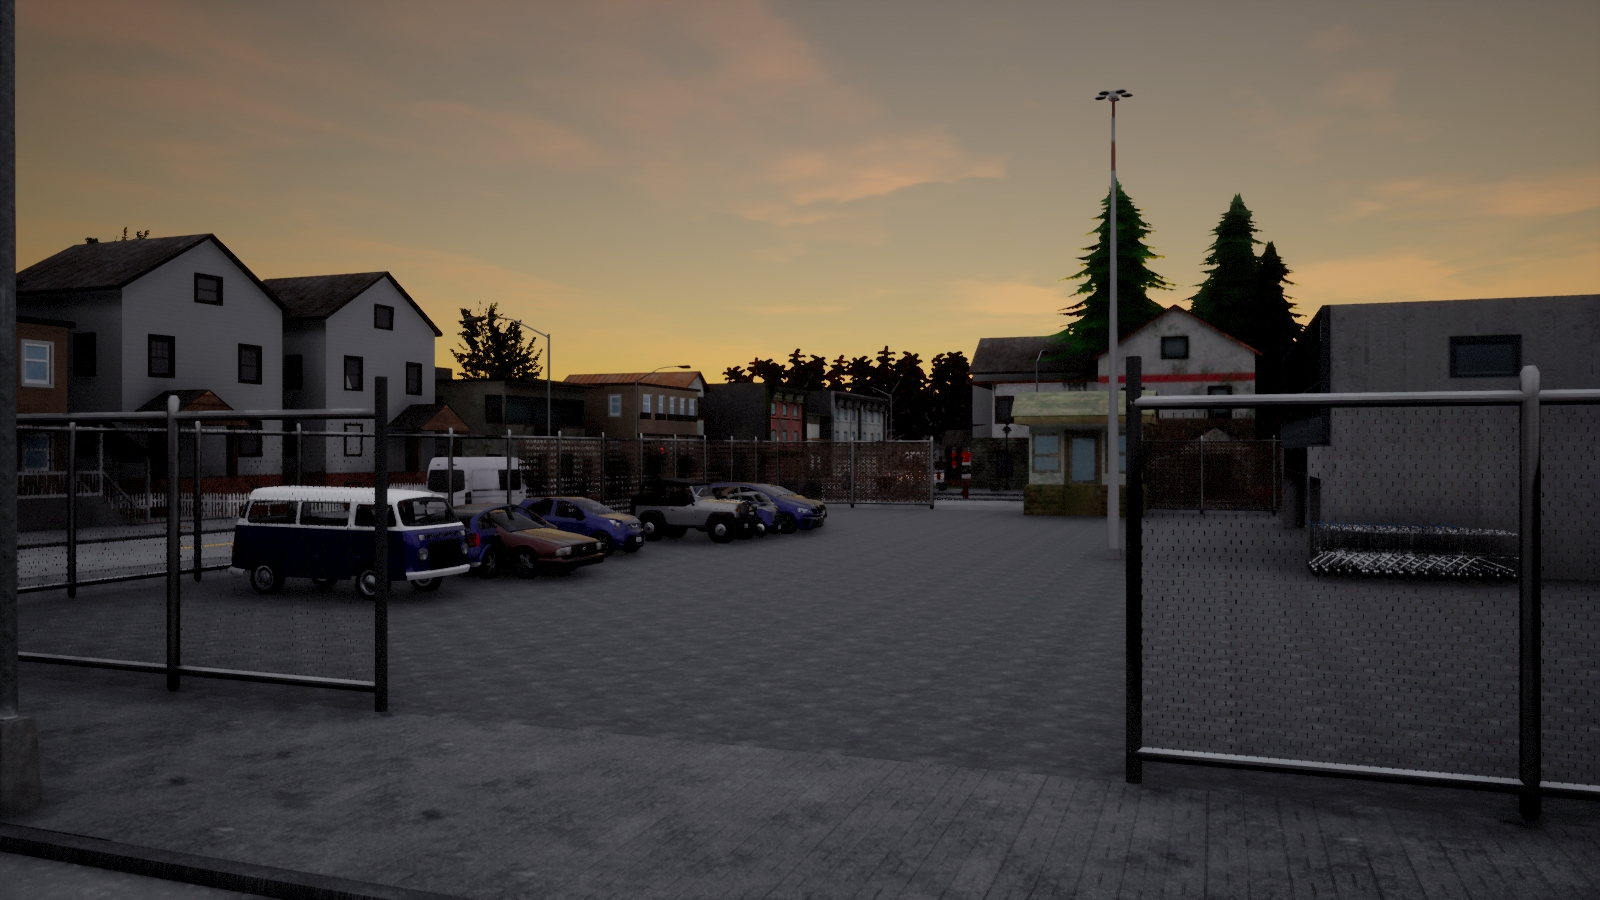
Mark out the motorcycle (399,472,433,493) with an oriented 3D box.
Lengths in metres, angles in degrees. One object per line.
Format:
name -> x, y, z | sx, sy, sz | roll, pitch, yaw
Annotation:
motorcycle -> -23.241, 1.969, 69.186 | 1.805, 1.236, 0.856 | 0, 0, 19

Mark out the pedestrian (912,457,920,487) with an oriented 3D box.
pedestrian -> 7.433, 1.403, 73.233 | 0.375, 1.860, 0.375 | 0, 0, -9

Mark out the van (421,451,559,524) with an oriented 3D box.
van -> -11.617, 1.319, 43.358 | 1.988, 2.561, 5.915 | 0, 0, 20

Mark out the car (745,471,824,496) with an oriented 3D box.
car -> -0.858, 1.902, 65.053 | 4.181, 1.385, 1.994 | 0, 0, 12

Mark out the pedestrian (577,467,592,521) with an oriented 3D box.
pedestrian -> -7.573, 1.529, 40.069 | 0.375, 1.860, 0.375 | 0, 0, -42

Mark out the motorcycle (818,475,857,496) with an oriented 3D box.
motorcycle -> 2.096, 1.998, 64.345 | 2.033, 1.145, 0.803 | 1, 0, 20
